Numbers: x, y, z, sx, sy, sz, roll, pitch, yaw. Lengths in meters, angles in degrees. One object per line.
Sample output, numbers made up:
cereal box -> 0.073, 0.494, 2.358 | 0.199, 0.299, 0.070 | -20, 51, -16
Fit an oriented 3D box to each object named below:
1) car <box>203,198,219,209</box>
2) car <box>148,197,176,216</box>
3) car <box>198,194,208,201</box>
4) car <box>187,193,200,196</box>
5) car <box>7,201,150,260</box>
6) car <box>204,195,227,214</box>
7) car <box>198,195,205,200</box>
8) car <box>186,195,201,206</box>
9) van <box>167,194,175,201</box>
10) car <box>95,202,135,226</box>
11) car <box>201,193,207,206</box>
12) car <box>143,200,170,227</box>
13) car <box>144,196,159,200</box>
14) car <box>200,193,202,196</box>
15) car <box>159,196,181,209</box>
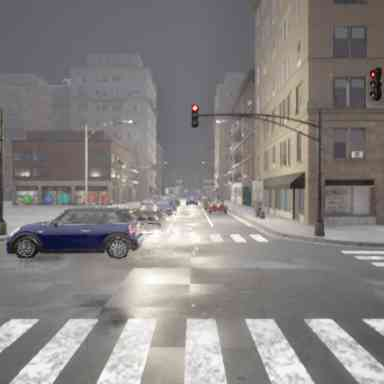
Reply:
car -> 2.630, 1.559, 46.777 | 1.947, 1.339, 4.313 | 0, 0, 0
car -> -2.843, 1.520, 32.090 | 1.812, 1.442, 4.674 | 0, 0, 0
car -> 2.624, 1.306, 80.748 | 2.192, 1.841, 5.009 | 0, 0, 0
car -> -0.011, 1.213, 64.246 | 2.150, 2.045, 5.566 | 0, 0, 0
car -> -4.029, 1.339, 11.898 | 4.553, 1.767, 2.097 | 0, 0, 0
car -> 2.632, 1.434, 35.453 | 1.967, 1.590, 4.097 | 0, 0, 0
car -> 2.622, 1.557, 92.072 | 1.947, 1.339, 4.313 | 0, 0, 0
car -> -0.009, 1.593, 53.944 | 1.895, 1.301, 4.718 | 0, 0, 0
van -> -5.402, 1.332, 86.409 | 1.690, 1.788, 3.998 | 0, 0, 0
car -> -5.391, 1.521, 23.958 | 1.752, 1.417, 4.829 | 0, 0, 0
car -> 2.631, 1.309, 41.115 | 2.192, 1.841, 5.009 | 0, 0, 0
car -> -2.837, 1.543, 22.785 | 2.033, 1.411, 5.357 | 0, 0, -1
car -> -5.394, 1.544, 41.114 | 2.008, 1.369, 4.403 | 0, 0, 0
car -> 2.626, 1.542, 69.425 | 2.008, 1.369, 4.403 | 0, 0, 0
car -> -2.794, 1.541, 41.826 | 2.033, 1.411, 5.357 | 0, 0, 1
